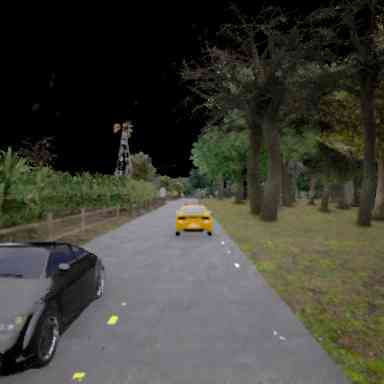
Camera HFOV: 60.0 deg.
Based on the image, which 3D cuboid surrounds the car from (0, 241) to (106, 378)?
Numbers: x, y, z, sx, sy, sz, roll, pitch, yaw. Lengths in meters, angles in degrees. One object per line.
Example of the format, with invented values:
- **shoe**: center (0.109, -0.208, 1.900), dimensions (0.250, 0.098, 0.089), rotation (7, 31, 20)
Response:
- **car**: center (-2.855, 1.559, 5.580), dimensions (1.994, 1.385, 4.181), rotation (0, 0, 0)

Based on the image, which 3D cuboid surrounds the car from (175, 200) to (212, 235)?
- **car**: center (0.081, 1.463, 18.706), dimensions (1.882, 1.535, 5.008), rotation (0, 0, 0)

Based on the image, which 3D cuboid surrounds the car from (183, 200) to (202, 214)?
- **car**: center (0.065, 1.580, 36.562), dimensions (1.895, 1.301, 4.718), rotation (0, 0, 0)
